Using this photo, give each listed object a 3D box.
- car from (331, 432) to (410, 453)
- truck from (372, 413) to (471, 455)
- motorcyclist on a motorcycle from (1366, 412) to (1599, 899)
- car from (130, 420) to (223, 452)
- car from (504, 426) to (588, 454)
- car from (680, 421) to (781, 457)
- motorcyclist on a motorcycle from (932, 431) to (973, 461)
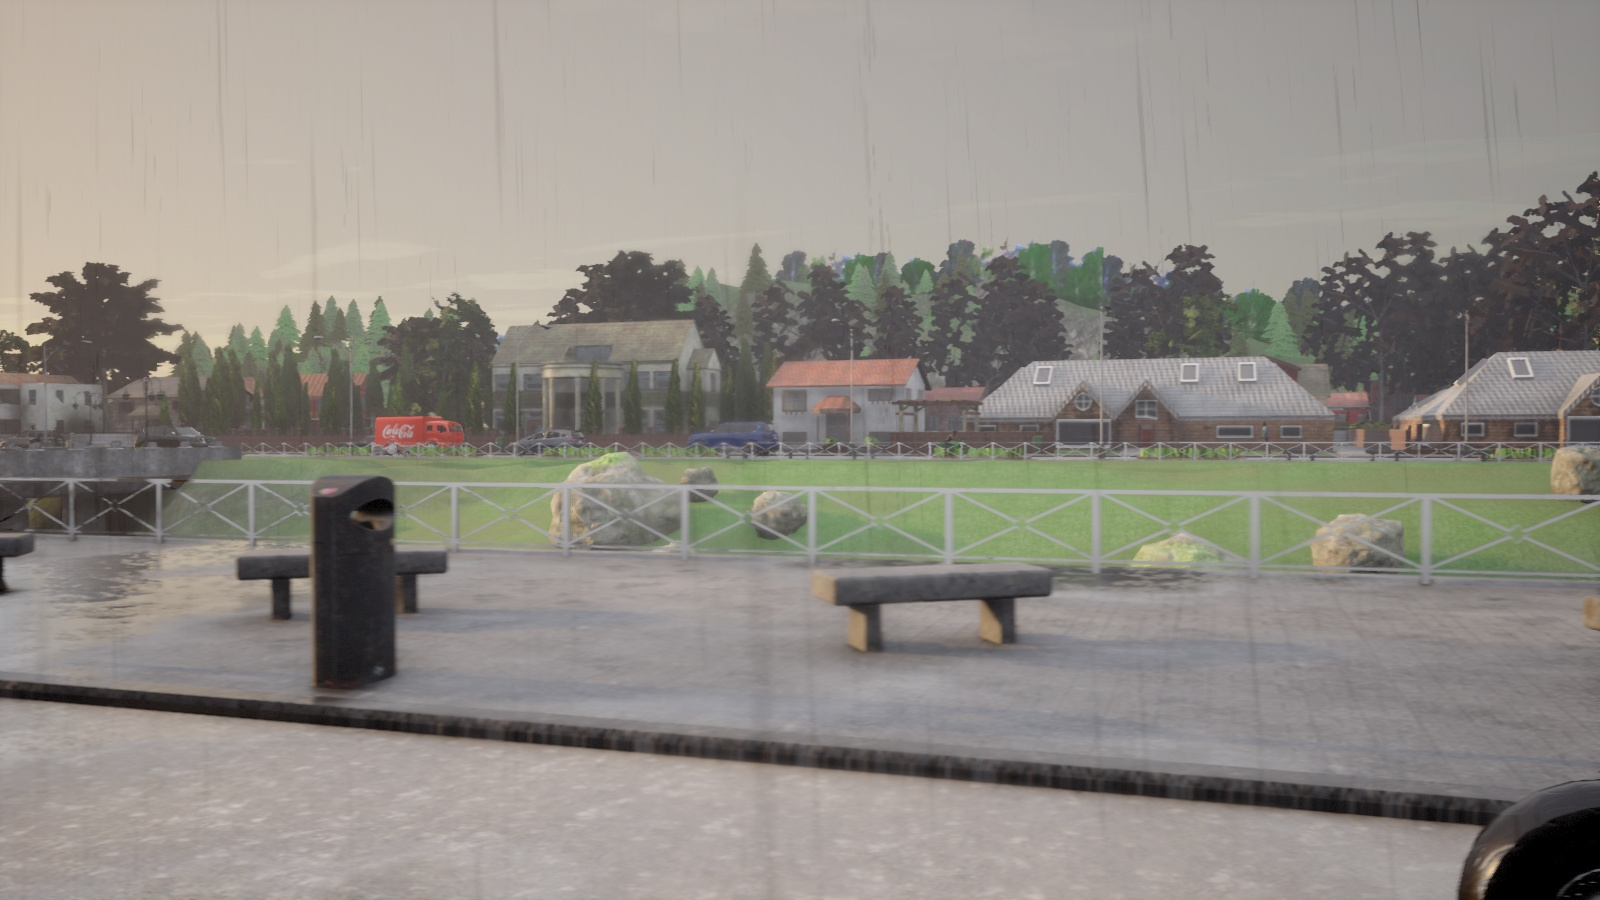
[{"bbox_3d":[-28.217,-0.500,82.496,4.718,1.301,1.895,1,1,19],"label":"car"},{"bbox_3d":[-23.037,-0.972,76.523,5.204,2.467,2.627,1,1,19],"label":"truck"},{"bbox_3d":[2.608,0.741,2.842,2.350,1.649,0.766,0,1,19],"label":"motorcyclist on a motorcycle"},{"bbox_3d":[-40.969,-0.931,82.563,5.566,2.045,2.150,1,1,19],"label":"car"},{"bbox_3d":[-15.826,-0.643,78.320,4.611,1.667,2.242,1,1,19],"label":"car"},{"bbox_3d":[-4.111,-0.661,74.374,5.566,2.045,2.150,1,1,19],"label":"car"},{"bbox_3d":[8.028,-0.219,66.071,2.044,1.523,0.797,1,1,19],"label":"motorcyclist on a motorcycle"}]
